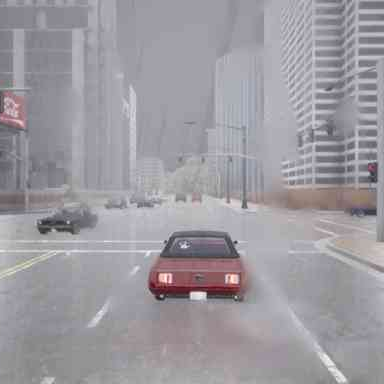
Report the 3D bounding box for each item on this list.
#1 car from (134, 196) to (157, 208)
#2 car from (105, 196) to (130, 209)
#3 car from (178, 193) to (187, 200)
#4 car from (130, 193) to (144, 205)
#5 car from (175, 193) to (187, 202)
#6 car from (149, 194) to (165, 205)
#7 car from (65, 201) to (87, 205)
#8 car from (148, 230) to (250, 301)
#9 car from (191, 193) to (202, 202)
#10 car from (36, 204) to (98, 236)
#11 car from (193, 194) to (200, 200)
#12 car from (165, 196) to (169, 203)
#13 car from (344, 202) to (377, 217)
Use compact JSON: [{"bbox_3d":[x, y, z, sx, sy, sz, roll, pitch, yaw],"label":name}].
[{"bbox_3d":[-6.457,1.601,46.828,1.895,1.301,4.718,0,0,1],"label":"car"},{"bbox_3d":[-9.997,1.352,43.973,2.097,1.767,4.553,0,0,1],"label":"car"},{"bbox_3d":[-2.333,1.184,84.040,2.097,1.767,4.553,0,0,1],"label":"car"},{"bbox_3d":[-9.769,1.220,59.415,2.150,2.045,5.566,0,0,-1],"label":"car"},{"bbox_3d":[-2.483,1.216,73.400,2.150,2.045,5.566,0,0,1],"label":"car"},{"bbox_3d":[-6.296,1.564,57.532,1.994,1.385,4.181,0,0,1],"label":"car"},{"bbox_3d":[-10.208,1.525,29.008,1.812,1.442,4.674,0,0,1],"label":"car"},{"bbox_3d":[0.212,1.601,8.278,1.895,1.301,4.718,0,0,2],"label":"car"},{"bbox_3d":[1.017,1.216,73.350,2.150,2.045,5.566,0,0,1],"label":"car"},{"bbox_3d":[-6.854,1.601,18.748,1.895,1.301,4.718,0,0,1],"label":"car"},{"bbox_3d":[1.167,1.353,84.020,1.812,1.442,4.674,0,0,1],"label":"car"},{"bbox_3d":[-6.031,1.478,70.011,1.882,1.535,5.008,0,0,1],"label":"car"},{"bbox_3d":[16.534,1.601,30.405,4.718,1.301,1.895,0,0,1],"label":"car"}]
